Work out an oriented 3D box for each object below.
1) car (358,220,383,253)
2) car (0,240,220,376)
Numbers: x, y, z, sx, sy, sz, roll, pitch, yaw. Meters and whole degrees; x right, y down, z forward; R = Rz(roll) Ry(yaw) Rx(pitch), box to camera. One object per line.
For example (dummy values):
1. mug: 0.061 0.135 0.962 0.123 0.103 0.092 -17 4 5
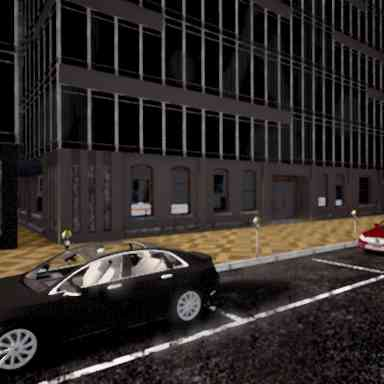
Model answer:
1. car: 7.735 1.516 12.079 4.206 1.307 1.802 0 0 -36
2. car: -1.532 1.541 5.466 4.403 1.369 2.008 0 0 -36
